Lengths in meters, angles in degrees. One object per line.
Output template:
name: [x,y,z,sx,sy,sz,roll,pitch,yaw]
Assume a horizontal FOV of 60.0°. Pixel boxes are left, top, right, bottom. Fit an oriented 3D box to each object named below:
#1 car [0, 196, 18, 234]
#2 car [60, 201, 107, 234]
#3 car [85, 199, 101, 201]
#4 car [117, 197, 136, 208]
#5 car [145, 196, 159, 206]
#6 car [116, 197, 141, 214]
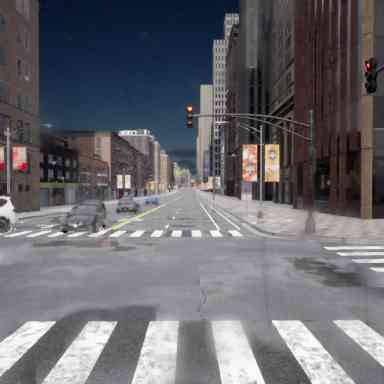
car: [-11.702,1.221,16.738,2.150,2.045,5.566,0,0,27]
car: [-6.196,1.506,19.436,1.837,1.490,4.892,0,0,-6]
car: [-9.843,1.496,32.723,2.128,1.511,4.902,0,0,0]
car: [-9.819,1.509,50.141,1.837,1.490,4.892,0,0,0]
car: [-6.540,1.480,54.717,1.882,1.535,5.008,0,0,1]
car: [-6.593,1.570,34.834,1.994,1.385,4.181,0,0,0]
